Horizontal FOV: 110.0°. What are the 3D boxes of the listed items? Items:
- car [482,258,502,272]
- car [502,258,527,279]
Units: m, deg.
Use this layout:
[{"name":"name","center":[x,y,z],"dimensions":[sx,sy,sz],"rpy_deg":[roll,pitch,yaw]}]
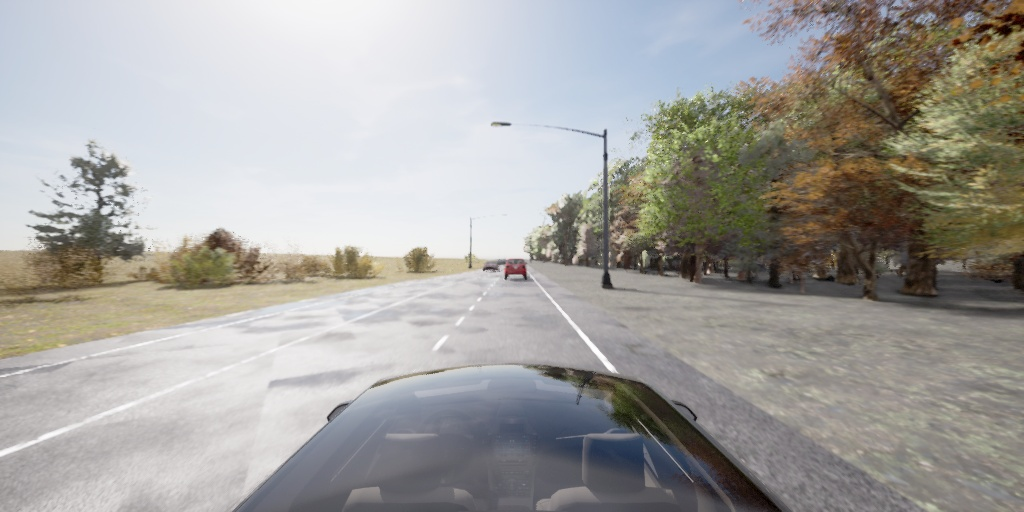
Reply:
[{"name":"car","center":[-3.166,1.466,54.315],"dimensions":[2.097,1.767,4.553],"rpy_deg":[0,0,4]},{"name":"car","center":[0.371,1.212,36.278],"dimensions":[2.150,2.045,5.566],"rpy_deg":[0,0,1]}]
